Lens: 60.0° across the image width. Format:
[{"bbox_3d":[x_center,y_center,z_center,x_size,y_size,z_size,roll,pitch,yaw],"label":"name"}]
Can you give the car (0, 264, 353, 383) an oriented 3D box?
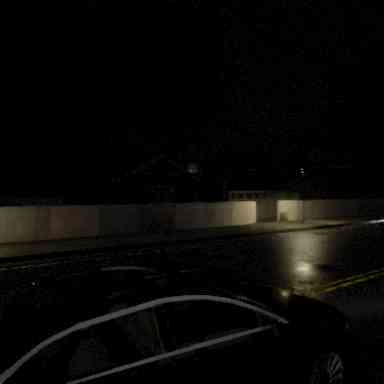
[{"bbox_3d":[-0.394,1.490,3.160,4.902,1.511,2.128,0,0,-36],"label":"car"}]
